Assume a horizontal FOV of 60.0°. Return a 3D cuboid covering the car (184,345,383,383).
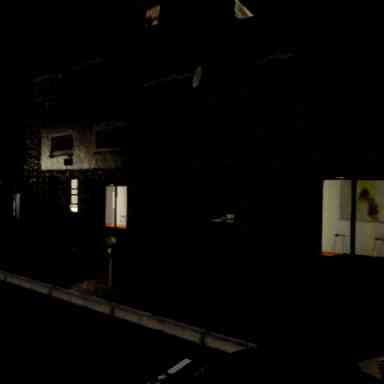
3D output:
[{"bbox_3d":[1.751,1.567,1.591,4.403,1.369,2.008,0,1,36],"label":"car"}]
